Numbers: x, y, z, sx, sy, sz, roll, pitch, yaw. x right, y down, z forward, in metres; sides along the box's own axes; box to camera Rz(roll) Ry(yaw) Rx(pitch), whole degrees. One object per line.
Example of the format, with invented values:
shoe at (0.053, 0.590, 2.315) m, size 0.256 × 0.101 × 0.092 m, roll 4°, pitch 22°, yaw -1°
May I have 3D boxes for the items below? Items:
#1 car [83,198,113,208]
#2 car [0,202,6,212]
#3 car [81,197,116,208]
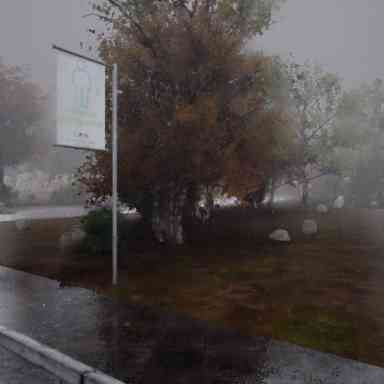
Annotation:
car at (-12.417, 1.538, 44.516) m, size 1.994 × 1.385 × 4.181 m, roll 0°, pitch 0°, yaw 38°
car at (-22.987, 1.563, 36.830) m, size 1.994 × 1.385 × 4.181 m, roll 0°, pitch 0°, yaw 39°
car at (-13.611, 1.471, 48.669) m, size 1.837 × 1.490 × 4.892 m, roll 0°, pitch 0°, yaw 38°
